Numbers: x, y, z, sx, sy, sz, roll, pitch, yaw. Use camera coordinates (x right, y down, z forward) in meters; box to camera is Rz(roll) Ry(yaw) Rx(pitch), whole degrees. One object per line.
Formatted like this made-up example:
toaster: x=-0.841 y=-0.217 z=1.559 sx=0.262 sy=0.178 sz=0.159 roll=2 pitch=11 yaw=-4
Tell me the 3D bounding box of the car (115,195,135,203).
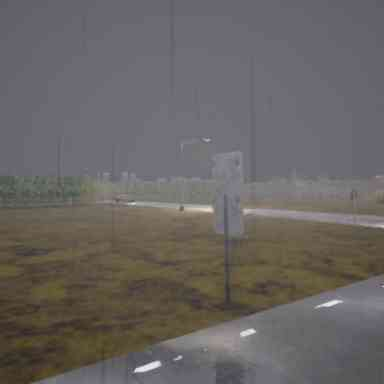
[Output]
car: x=-11.140 y=1.145 z=55.305 sx=1.994 sy=1.385 sz=4.181 roll=-2 pitch=1 yaw=-35
